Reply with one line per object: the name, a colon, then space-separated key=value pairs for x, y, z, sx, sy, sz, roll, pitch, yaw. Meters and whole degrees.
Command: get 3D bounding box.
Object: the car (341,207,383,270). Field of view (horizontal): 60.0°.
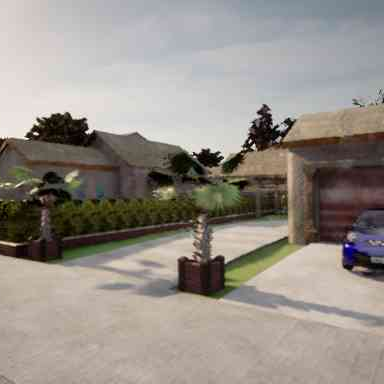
car: x=5.103 y=1.185 z=8.903 sx=1.845 sy=1.501 sz=3.633 roll=-1 pitch=0 yaw=33
